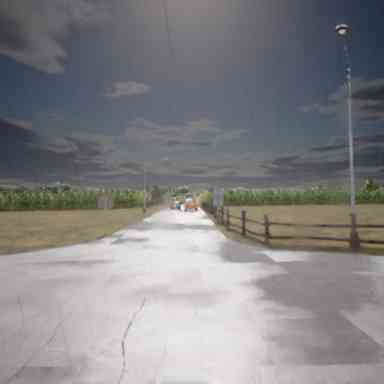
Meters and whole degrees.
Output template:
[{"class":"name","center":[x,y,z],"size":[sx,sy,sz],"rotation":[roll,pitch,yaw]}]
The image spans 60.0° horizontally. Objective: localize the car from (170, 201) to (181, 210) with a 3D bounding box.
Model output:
[{"class":"car","center":[-2.896,2.369,58.564],"size":[2.128,1.511,4.902],"rotation":[0,-1,0]}]

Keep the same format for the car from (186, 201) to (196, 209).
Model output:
[{"class":"car","center":[-0.161,2.493,64.405],"size":[1.837,1.490,4.892],"rotation":[0,-1,0]}]

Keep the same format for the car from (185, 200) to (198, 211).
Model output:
[{"class":"car","center":[-0.135,2.155,54.372],"size":[2.097,1.767,4.553],"rotation":[0,-1,0]}]
